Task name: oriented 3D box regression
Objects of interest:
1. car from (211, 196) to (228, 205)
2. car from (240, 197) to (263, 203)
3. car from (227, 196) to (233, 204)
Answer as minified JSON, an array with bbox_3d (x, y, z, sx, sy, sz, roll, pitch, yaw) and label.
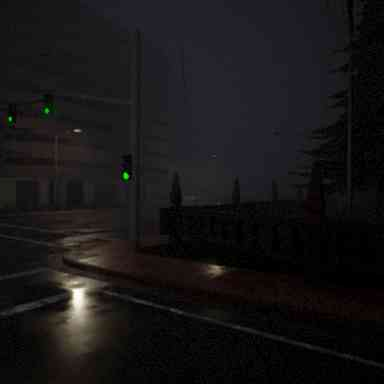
[{"bbox_3d":[4.574,1.338,49.098,1.837,1.490,4.892,1,0,35],"label":"car"},{"bbox_3d":[6.395,1.453,33.027,1.812,1.442,4.674,1,0,34],"label":"car"},{"bbox_3d":[7.202,1.426,46.745,1.994,1.385,4.181,1,0,35],"label":"car"}]
